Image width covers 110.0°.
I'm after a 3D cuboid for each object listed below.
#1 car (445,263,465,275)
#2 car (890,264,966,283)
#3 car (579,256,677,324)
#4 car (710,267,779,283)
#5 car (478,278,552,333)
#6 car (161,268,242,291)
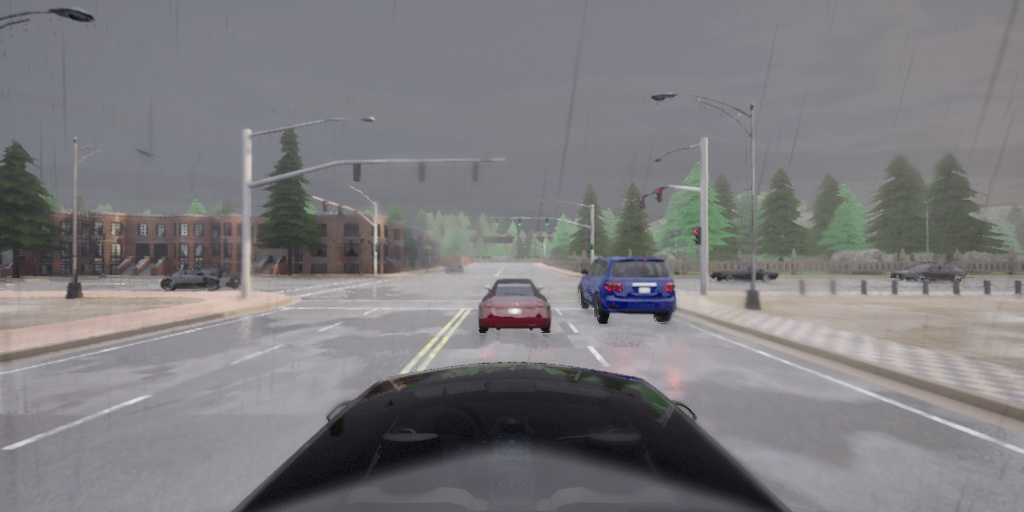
[{"bbox_3d":[-7.042,1.576,44.357,1.994,1.385,4.181,0,0,0],"label":"car"},{"bbox_3d":[34.230,1.425,29.589,4.892,1.490,1.837,0,0,0],"label":"car"},{"bbox_3d":[3.742,1.039,12.499,2.150,2.045,5.566,0,0,2],"label":"car"},{"bbox_3d":[19.036,1.522,29.590,4.718,1.301,1.895,0,0,0],"label":"car"},{"bbox_3d":[0.074,1.372,11.031,1.994,1.385,4.181,0,0,0],"label":"car"},{"bbox_3d":[-19.472,1.444,22.731,4.181,1.385,1.994,0,0,-1],"label":"car"}]
